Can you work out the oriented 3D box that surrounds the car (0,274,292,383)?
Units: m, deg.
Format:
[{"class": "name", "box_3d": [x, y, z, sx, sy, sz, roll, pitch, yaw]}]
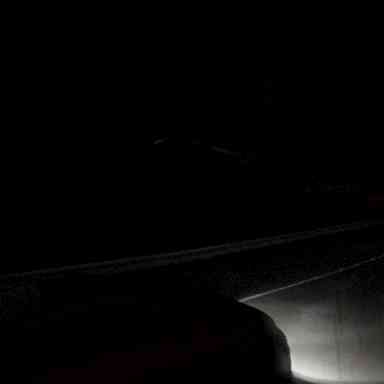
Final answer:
[{"class": "car", "box_3d": [-0.935, 1.571, 3.276, 4.181, 1.385, 1.994, 0, 0, -36]}]
